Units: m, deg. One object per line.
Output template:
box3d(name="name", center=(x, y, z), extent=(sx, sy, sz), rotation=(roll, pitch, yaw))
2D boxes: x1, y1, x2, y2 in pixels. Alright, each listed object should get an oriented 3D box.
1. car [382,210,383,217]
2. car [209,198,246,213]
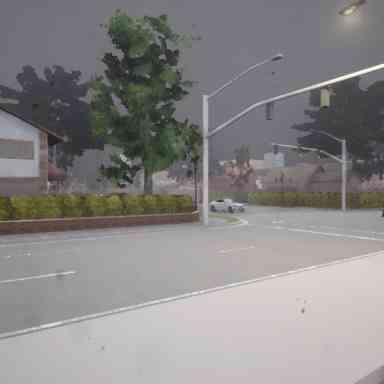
box3d(name="car", center=(16.748, 1.433, 24.554), extent=(2.128, 1.511, 4.902), rotation=(0, 0, -35))
box3d(name="car", center=(3.773, 1.435, 36.342), extent=(1.812, 1.442, 4.674), rotation=(0, 0, -36))
